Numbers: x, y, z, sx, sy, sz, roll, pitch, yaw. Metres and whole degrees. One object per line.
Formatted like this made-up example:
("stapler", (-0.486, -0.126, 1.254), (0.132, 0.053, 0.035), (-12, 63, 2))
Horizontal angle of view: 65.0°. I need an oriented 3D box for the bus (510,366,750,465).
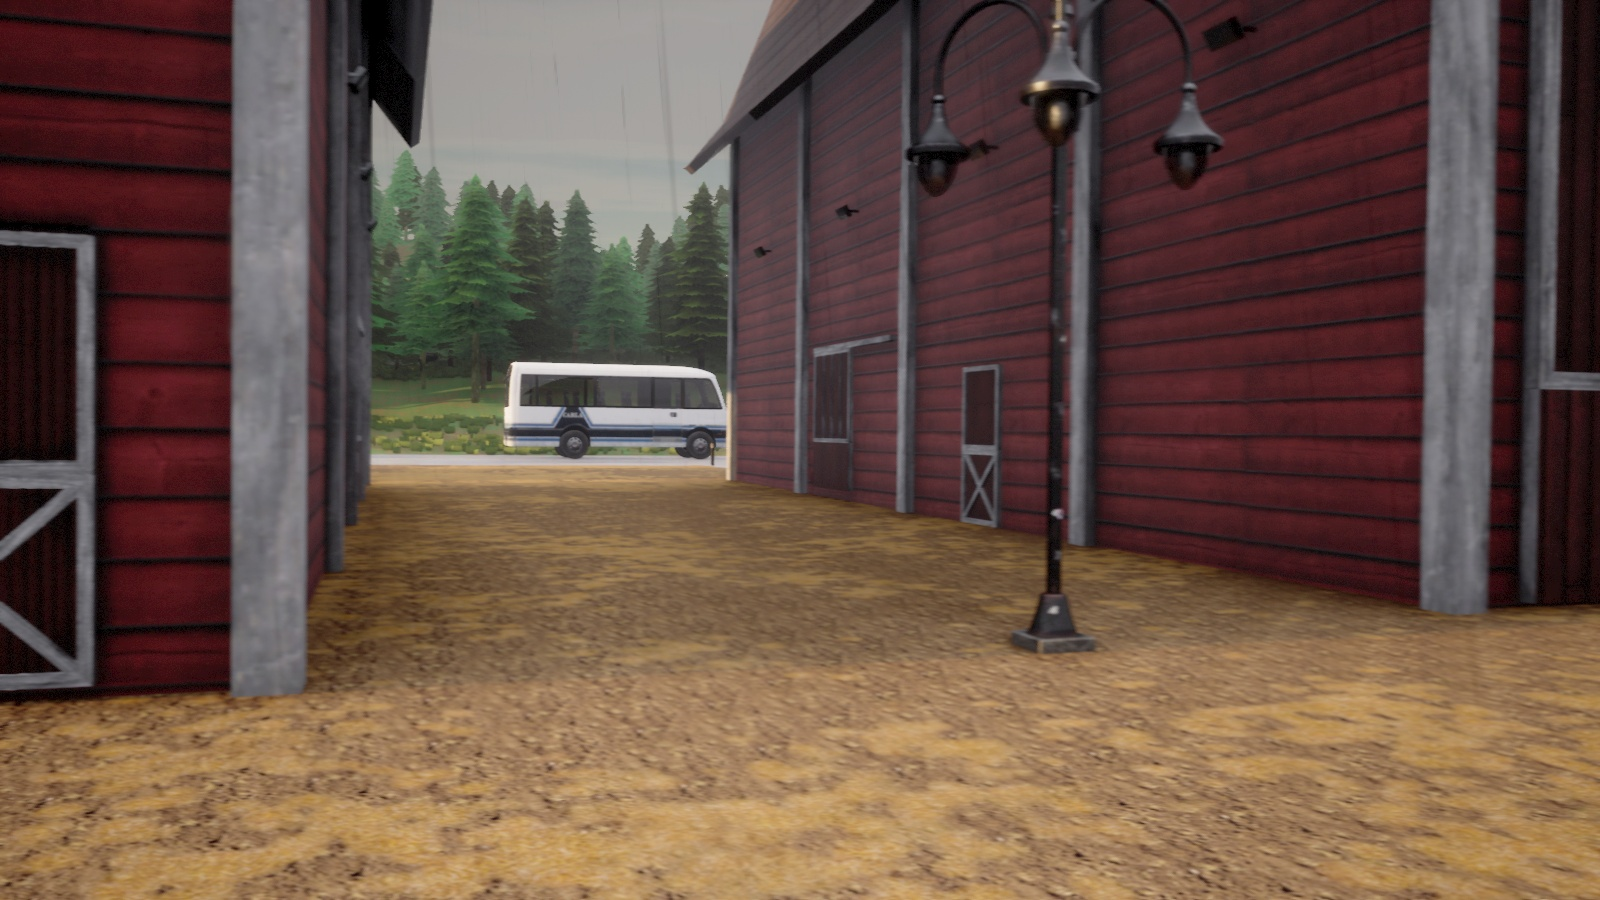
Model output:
("bus", (-7.802, -1.568, 57.297), (10.273, 4.253, 3.944), (-1, 1, -17))
